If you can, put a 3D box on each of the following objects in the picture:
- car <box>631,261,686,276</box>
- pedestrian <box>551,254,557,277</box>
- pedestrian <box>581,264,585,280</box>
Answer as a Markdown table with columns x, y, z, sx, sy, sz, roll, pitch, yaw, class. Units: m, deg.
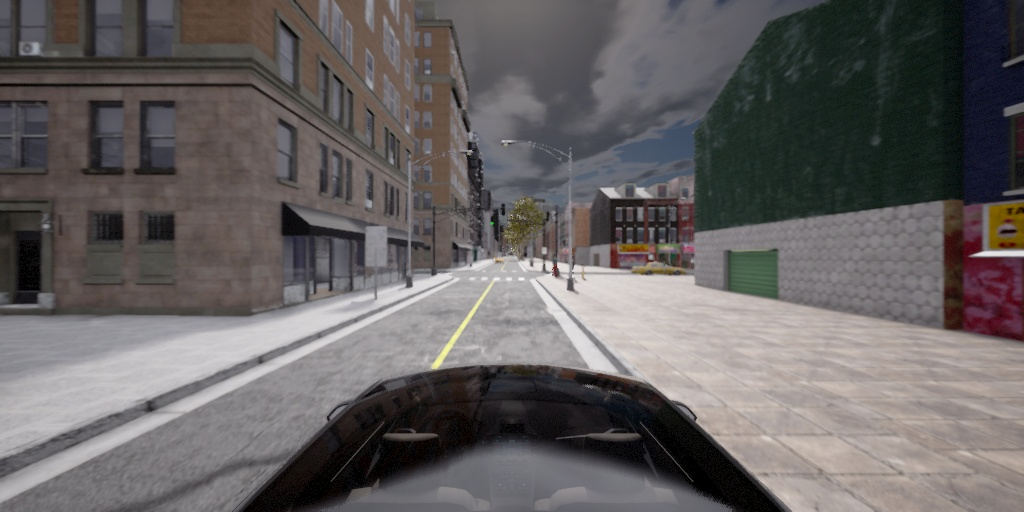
| x | y | z | sx | sy | sz | roll | pitch | yaw | class |
| --- | --- | --- | --- | --- | --- | --- | --- | --- | --- |
| 13.885 | 1.193 | 34.020 | 4.829 | 1.417 | 1.751 | 0 | 0 | 0 | car |
| 3.402 | 0.765 | 28.448 | 0.375 | 1.860 | 0.375 | 0 | 0 | 0 | pedestrian |
| 5.510 | 1.184 | 27.847 | 0.375 | 1.300 | 0.375 | 0 | 0 | 0 | pedestrian |
